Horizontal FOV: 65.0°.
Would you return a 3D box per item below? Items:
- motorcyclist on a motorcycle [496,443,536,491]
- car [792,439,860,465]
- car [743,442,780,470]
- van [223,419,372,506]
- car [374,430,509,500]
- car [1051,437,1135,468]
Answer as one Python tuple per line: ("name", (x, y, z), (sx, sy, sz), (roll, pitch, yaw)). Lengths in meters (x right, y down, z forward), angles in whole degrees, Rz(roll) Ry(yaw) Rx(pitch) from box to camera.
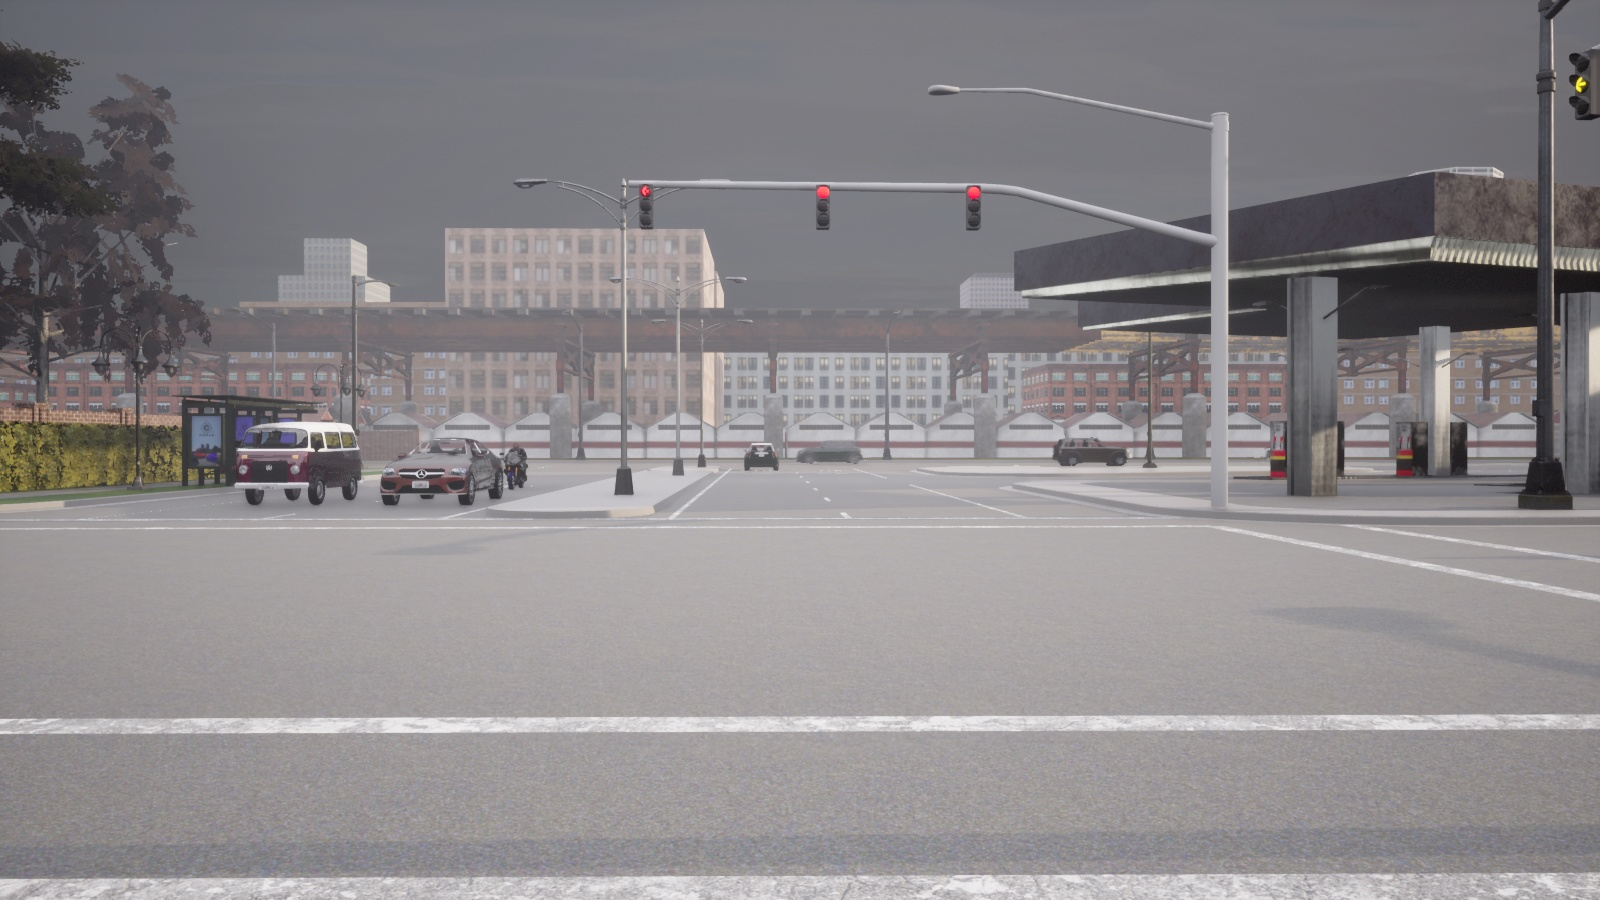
("motorcyclist on a motorcycle", (-9.259, 0.543, 41.008), (0.866, 1.530, 2.191), (0, 0, -2))
("car", (1.720, 0.122, 85.781), (4.553, 1.767, 2.097), (0, 0, -2))
("car", (-2.112, 0.321, 68.880), (1.970, 1.475, 3.806), (0, 0, -2))
("van", (-12.501, 0.282, 31.579), (2.069, 2.038, 4.480), (0, 0, -2))
("car", (-9.015, 0.337, 32.078), (2.152, 1.651, 5.027), (0, 0, -2))
("car", (17.652, 0.150, 75.698), (4.605, 1.855, 1.932), (0, 0, -1))
